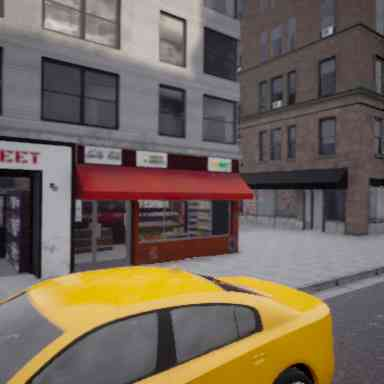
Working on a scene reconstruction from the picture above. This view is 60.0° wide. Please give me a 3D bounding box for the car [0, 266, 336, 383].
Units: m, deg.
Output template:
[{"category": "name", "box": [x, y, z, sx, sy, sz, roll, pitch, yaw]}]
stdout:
[{"category": "car", "box": [-0.842, 1.485, 2.778, 5.008, 1.535, 1.882, 1, 0, -36]}]
